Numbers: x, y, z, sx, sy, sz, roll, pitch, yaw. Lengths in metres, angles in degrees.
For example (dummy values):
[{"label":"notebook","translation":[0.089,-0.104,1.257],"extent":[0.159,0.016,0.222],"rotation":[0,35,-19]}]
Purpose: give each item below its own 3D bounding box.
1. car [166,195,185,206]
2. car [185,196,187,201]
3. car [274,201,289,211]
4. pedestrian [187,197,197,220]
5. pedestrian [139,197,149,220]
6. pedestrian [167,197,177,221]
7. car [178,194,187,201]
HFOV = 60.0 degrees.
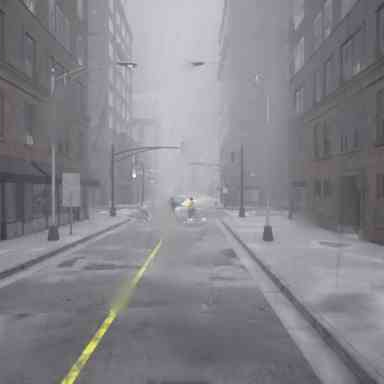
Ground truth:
[{"label":"car","translation":[-2.703,1.274,51.037],"extent":[2.097,1.767,4.553],"rotation":[0,0,2]},{"label":"car","translation":[-2.480,1.408,65.556],"extent":[1.812,1.442,4.674],"rotation":[0,0,1]},{"label":"car","translation":[11.998,1.647,39.993],"extent":[4.206,1.307,1.802],"rotation":[1,0,1]},{"label":"pedestrian","translation":[-0.018,1.269,25.898],"extent":[0.375,1.860,0.375],"rotation":[0,0,0]},{"label":"pedestrian","translation":[-3.841,1.269,26.531],"extent":[0.375,1.860,0.375],"rotation":[0,0,0]},{"label":"pedestrian","translation":[-1.505,1.270,25.311],"extent":[0.375,1.860,0.375],"rotation":[0,0,0]},{"label":"car","translation":[-2.309,1.355,81.581],"extent":[1.812,1.442,4.674],"rotation":[0,0,0]}]
